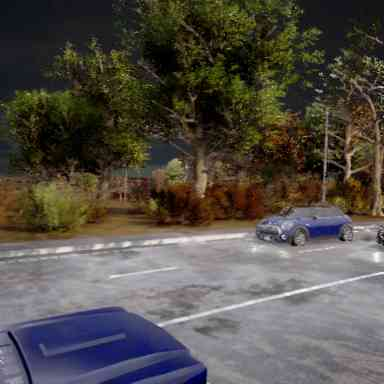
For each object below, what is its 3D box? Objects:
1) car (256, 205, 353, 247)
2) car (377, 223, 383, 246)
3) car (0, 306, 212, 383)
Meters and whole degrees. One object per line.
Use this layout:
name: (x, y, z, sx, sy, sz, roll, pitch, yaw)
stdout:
car: (5.143, 1.383, 15.148, 4.553, 1.767, 2.097, 0, 0, -29)
car: (9.794, 1.383, 13.695, 4.553, 1.767, 2.097, 0, 0, -27)
car: (-2.122, 1.588, 2.154, 4.718, 1.301, 1.895, 0, 0, -35)
